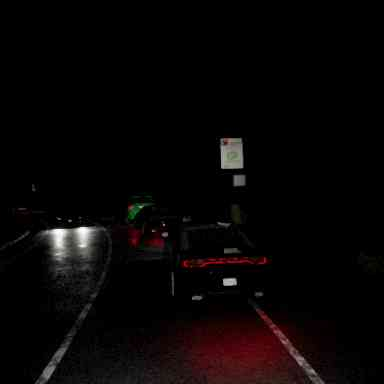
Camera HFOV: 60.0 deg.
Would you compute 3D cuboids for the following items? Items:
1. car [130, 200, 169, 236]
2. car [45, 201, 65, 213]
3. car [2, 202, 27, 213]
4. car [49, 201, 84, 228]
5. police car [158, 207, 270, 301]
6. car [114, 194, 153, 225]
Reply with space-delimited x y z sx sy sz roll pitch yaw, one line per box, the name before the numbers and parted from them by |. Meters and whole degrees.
car | -2.046 1.448 18.580 1.882 1.535 5.008 -2 0 -18
car | -17.035 1.861 42.275 4.902 1.511 2.128 -2 2 45
car | -27.541 2.351 51.560 4.892 1.490 1.837 -3 2 34
car | -8.908 1.661 23.703 1.837 1.490 4.892 -2 0 -25
police car | 0.299 1.403 8.513 1.930 1.638 5.238 -1 0 -8
car | -4.254 1.213 24.479 2.150 2.045 5.566 -2 0 -23
